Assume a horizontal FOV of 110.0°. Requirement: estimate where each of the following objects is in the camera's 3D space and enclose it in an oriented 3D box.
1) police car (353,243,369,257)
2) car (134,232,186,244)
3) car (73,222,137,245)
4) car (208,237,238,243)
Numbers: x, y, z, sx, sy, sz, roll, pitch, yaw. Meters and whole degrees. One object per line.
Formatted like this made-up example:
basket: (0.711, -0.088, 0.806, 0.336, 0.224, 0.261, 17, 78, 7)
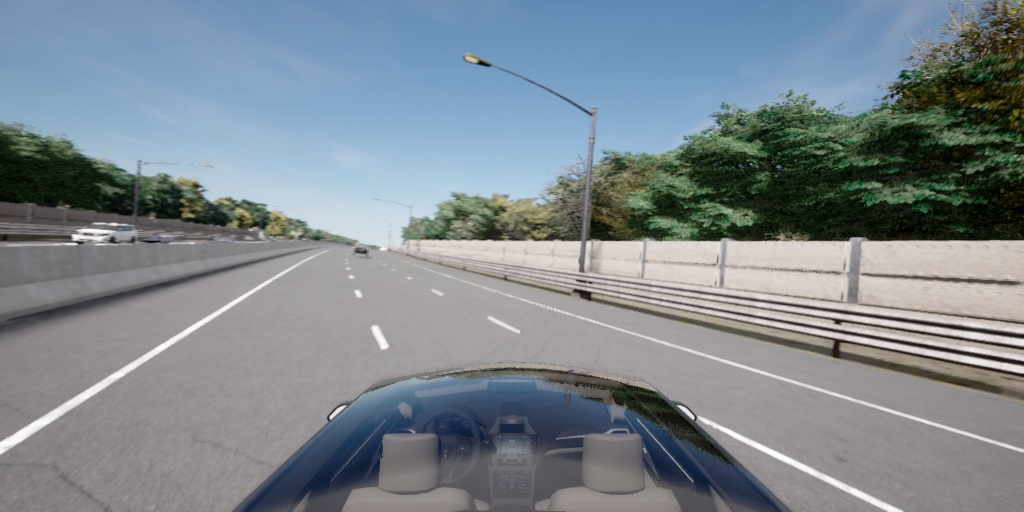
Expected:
police car: (-21.304, -0.870, 50.570, 1.930, 1.638, 5.238, 4, 0, -25)
car: (-32.931, -1.324, 33.880, 1.895, 1.301, 4.718, 4, 0, -24)
car: (-35.794, -1.924, 31.824, 2.150, 2.045, 5.566, 4, 0, -25)
car: (-31.579, -1.357, 39.336, 2.128, 1.511, 4.902, 4, 0, -24)
